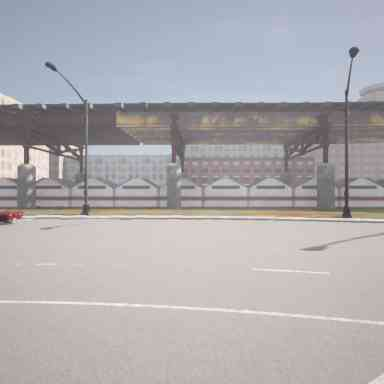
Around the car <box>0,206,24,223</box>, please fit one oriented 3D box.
[{"bbox_3d":[-14.448,1.601,23.024,4.718,1.301,1.895,0,0,1],"label":"car"}]
